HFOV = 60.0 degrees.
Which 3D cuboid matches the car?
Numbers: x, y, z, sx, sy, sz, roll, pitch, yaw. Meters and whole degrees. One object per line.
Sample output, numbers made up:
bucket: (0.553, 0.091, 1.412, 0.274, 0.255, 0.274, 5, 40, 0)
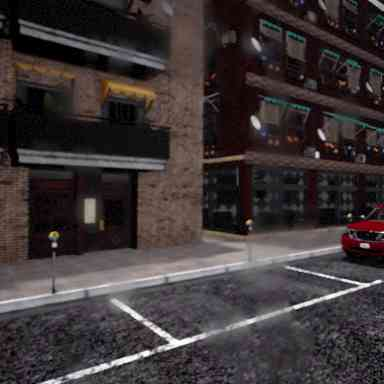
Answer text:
car: (7.441, 1.369, 11.842, 5.009, 1.841, 2.192, 0, 0, -35)
